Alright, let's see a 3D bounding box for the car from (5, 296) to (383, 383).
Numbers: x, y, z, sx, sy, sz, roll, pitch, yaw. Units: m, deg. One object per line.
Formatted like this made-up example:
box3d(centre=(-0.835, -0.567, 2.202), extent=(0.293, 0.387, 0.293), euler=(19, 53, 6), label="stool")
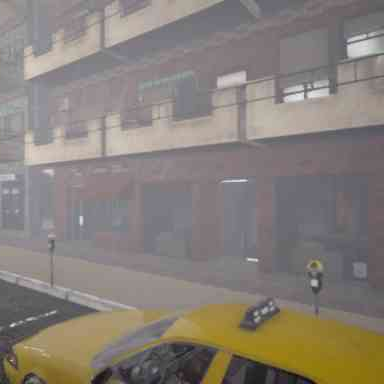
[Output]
box3d(centre=(0.293, 1.524, 2.666), extent=(4.829, 1.417, 1.752), euler=(0, -1, 36), label="car")
